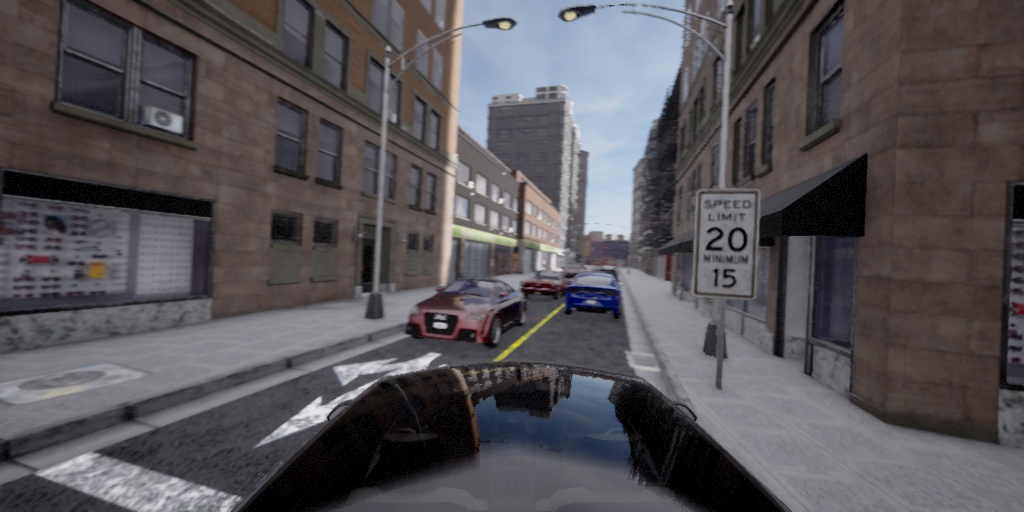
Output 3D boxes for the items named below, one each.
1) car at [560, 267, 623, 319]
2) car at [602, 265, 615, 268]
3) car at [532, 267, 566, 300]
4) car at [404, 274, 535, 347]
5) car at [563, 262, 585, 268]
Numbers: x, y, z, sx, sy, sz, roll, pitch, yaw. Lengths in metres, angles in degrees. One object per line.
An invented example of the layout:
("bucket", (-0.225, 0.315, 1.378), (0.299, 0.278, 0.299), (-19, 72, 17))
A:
("car", (3.269, 1.392, 14.085), (1.882, 1.535, 5.008), (3, 0, 16))
("car", (10.578, 1.770, 39.532), (1.882, 1.535, 5.008), (3, 0, 16))
("car", (1.807, 1.451, 18.840), (1.895, 1.301, 4.718), (3, 0, 16))
("car", (-0.939, 1.276, 9.314), (1.994, 1.385, 4.181), (3, 0, 16))
("car", (5.486, 1.392, 31.513), (2.097, 1.767, 4.553), (3, 0, 16))
